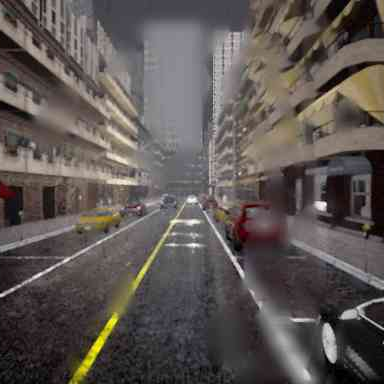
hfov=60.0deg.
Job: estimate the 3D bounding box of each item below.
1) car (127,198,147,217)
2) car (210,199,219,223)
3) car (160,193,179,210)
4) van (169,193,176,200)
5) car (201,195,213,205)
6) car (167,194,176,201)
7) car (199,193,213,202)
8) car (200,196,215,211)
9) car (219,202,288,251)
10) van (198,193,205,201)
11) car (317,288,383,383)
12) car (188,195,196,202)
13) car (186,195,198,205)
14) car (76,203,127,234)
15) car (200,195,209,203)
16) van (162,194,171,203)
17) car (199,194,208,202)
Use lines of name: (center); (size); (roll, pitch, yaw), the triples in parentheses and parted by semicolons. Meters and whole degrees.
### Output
car: (-5.323, 1.422, 30.656); (1.967, 1.590, 4.097); (-1, 0, 0)
car: (2.558, 1.510, 25.297); (1.752, 1.417, 4.829); (-1, 0, 0)
car: (-2.833, 1.325, 42.548); (2.097, 1.767, 4.553); (0, 0, 0)
van: (-5.320, 1.274, 91.696); (1.690, 1.788, 3.998); (-1, 0, 0)
car: (2.559, 1.402, 58.421); (1.967, 1.590, 4.097); (-1, 0, 0)
car: (-5.319, 1.379, 86.147); (1.967, 1.590, 4.097); (-1, 0, 0)
car: (2.557, 1.281, 52.872); (2.192, 1.841, 5.009); (-1, 0, 0)
car: (2.229, 1.501, 40.467); (1.812, 1.442, 4.674); (0, 0, 0)
car: (2.555, 1.307, 14.029); (2.192, 1.841, 5.009); (-1, 0, 0)
van: (2.560, 1.280, 86.166); (1.690, 1.788, 3.998); (-1, 0, 0)
car: (2.557, 1.549, 2.931); (2.008, 1.369, 4.403); (-1, 0, 0)
car: (0.005, 1.350, 74.635); (1.812, 1.442, 4.674); (0, 0, 0)
car: (0.004, 1.487, 58.673); (1.812, 1.442, 4.674); (0, 0, 0)
car: (-5.323, 1.514, 19.388); (1.752, 1.417, 4.829); (-1, 0, 0)
car: (2.561, 1.478, 69.689); (1.752, 1.417, 4.829); (-1, 0, 0)
van: (-5.322, 1.294, 69.500); (1.690, 1.788, 3.998); (-1, 0, 0)
car: (2.560, 1.388, 75.068); (1.967, 1.590, 4.097); (-1, 0, 0)
